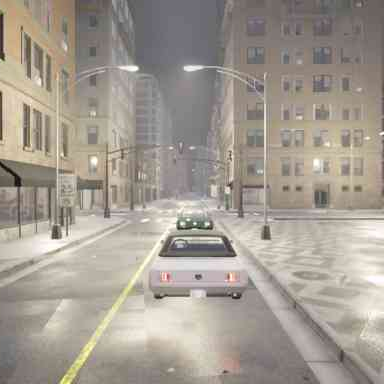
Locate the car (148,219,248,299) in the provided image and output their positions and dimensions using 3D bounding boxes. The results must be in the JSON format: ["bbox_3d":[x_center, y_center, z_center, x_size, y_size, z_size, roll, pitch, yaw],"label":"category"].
[{"bbox_3d":[0.121,1.601,8.390,1.895,1.301,4.718,0,0,0],"label":"car"}]

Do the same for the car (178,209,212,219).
[{"bbox_3d":[0.146,1.600,18.625,1.895,1.301,4.718,0,0,0],"label":"car"}]
